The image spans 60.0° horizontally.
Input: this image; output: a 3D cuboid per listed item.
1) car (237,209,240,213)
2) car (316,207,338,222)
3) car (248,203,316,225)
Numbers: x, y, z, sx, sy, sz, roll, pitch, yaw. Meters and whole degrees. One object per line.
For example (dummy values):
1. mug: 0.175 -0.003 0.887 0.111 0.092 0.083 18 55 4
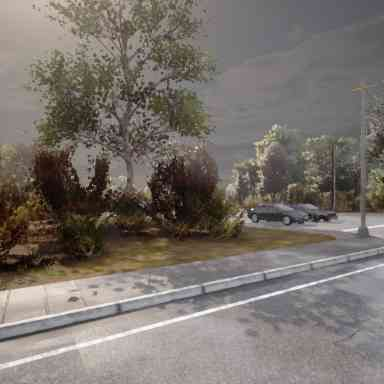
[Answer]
1. car: 2.369 1.468 34.912 2.150 2.045 5.566 0 -1 -43
2. car: 9.000 1.640 27.173 2.033 1.411 5.357 0 -1 -39
3. car: 6.343 1.596 24.846 1.837 1.490 4.892 0 -1 -39
